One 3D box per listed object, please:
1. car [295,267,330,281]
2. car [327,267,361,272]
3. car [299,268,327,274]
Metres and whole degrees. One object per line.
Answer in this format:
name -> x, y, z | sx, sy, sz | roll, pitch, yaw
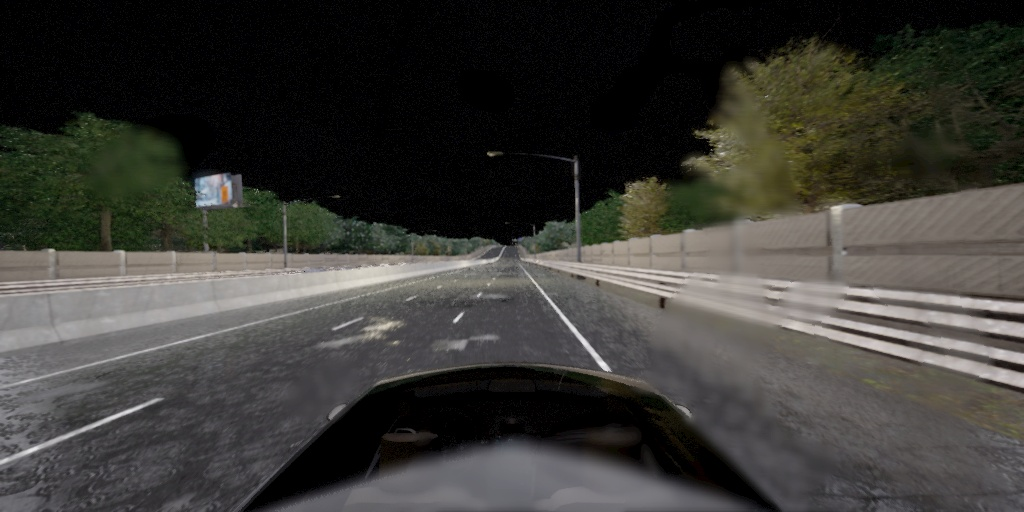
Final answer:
car -> -24.398, 2.188, 44.087 | 1.994, 1.385, 4.181 | -2, 0, -1
car -> -17.458, 1.952, 39.038 | 2.033, 1.411, 5.357 | -2, 0, 1
car -> -20.953, 2.056, 39.569 | 2.033, 1.411, 5.357 | -2, 0, 0
